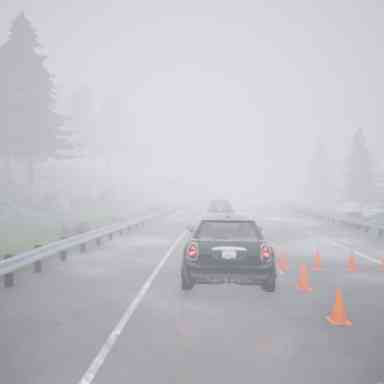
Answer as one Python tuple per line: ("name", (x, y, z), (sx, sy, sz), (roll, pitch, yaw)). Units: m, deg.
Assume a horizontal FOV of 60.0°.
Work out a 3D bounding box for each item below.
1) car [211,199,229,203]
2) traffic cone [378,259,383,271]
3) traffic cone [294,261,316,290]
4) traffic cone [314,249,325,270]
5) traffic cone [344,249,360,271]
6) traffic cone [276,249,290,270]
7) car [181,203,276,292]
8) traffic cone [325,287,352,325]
("car", (2.376, 1.339, 27.670), (2.097, 1.767, 4.553), (1, 0, 6))
("traffic cone", (5.689, 1.992, 9.729), (0.340, 0.580, 0.340), (0, 0, 2))
("traffic cone", (2.628, 1.968, 7.824), (0.340, 0.580, 0.340), (0, 0, 2))
("traffic cone", (3.690, 1.975, 9.791), (0.340, 0.580, 0.340), (0, 0, 2))
("traffic cone", (4.690, 1.983, 9.760), (0.340, 0.580, 0.340), (0, 0, 2))
("traffic cone", (2.691, 1.966, 9.823), (0.340, 0.580, 0.340), (0, 0, 2))
("car", (0.897, 1.349, 9.190), (2.097, 1.767, 4.553), (1, 0, 3))
("traffic cone", (2.565, 1.970, 5.825), (0.340, 0.580, 0.340), (0, 0, 2))
